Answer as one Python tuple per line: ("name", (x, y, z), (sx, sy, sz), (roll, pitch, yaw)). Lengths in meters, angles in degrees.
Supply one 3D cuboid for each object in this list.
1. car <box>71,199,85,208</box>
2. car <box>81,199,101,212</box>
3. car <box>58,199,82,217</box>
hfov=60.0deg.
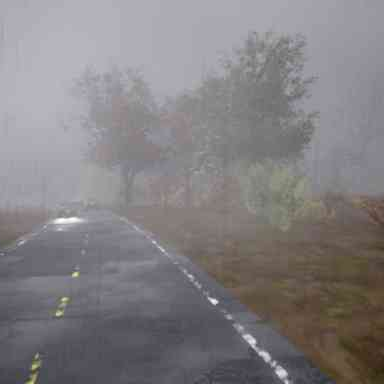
("car", (-21.495, 2.064, 62.549), (1.882, 1.535, 5.008), (-2, 0, -26))
("car", (-14.054, 1.732, 46.319), (2.097, 1.767, 4.553), (-2, 0, -22))
("car", (-13.376, 1.850, 35.988), (2.128, 1.511, 4.902), (-2, 0, -20))
